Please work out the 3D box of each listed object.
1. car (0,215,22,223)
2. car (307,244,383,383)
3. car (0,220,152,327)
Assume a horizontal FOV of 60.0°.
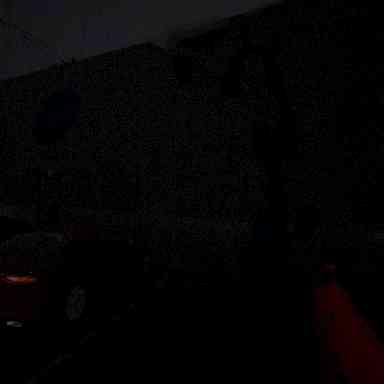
[{"bbox_3d":[-7.430,1.389,10.532,2.097,1.535,5.008,1,0,14],"label":"car"},{"bbox_3d":[2.484,1.356,3.620,2.185,1.767,4.553,0,0,15],"label":"car"},{"bbox_3d":[-2.455,1.435,7.111,2.097,1.535,5.008,0,0,14],"label":"car"}]
